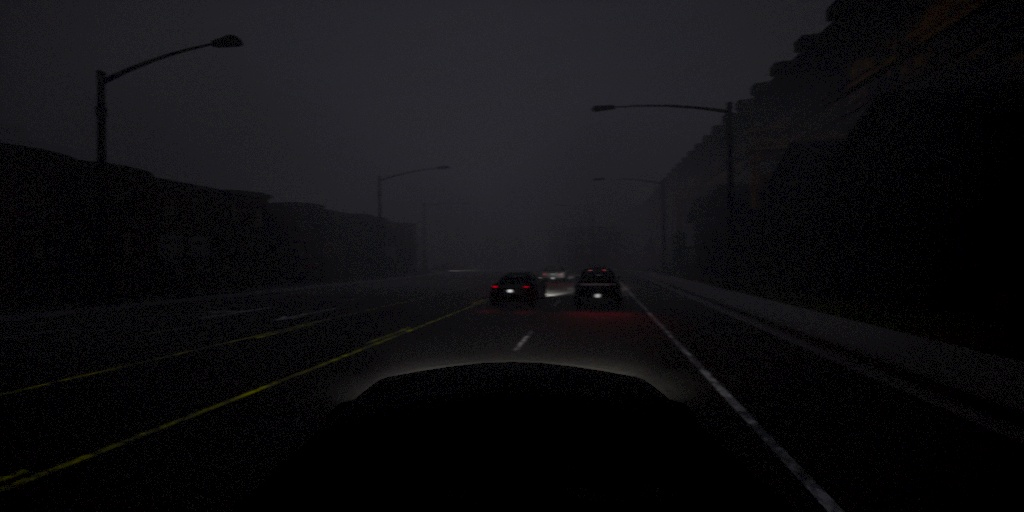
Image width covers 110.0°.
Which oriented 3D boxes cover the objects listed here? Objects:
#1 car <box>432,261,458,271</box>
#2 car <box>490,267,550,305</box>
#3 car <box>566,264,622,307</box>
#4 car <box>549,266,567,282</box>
[{"bbox_3d":[-12.318,1.927,63.924,4.181,1.385,1.994,-1,-1,39],"label":"car"},{"bbox_3d":[0.388,1.418,16.701,1.994,1.385,4.181,-1,0,13],"label":"car"},{"bbox_3d":[3.795,1.297,15.911,2.128,1.511,4.902,-1,0,13],"label":"car"},{"bbox_3d":[3.798,1.516,31.132,1.895,1.301,4.718,-1,0,13],"label":"car"}]
